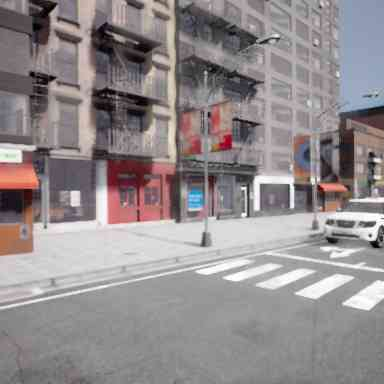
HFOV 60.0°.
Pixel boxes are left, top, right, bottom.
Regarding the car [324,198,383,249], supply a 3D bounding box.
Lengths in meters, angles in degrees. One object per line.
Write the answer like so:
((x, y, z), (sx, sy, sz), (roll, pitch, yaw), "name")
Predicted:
((8.299, 1.304, 15.508), (5.566, 2.045, 2.150), (0, -1, -42), "car")
